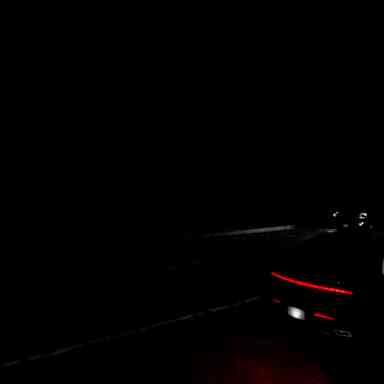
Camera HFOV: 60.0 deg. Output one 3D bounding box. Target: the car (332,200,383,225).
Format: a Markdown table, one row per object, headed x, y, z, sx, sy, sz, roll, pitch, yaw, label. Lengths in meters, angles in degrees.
| x | y | z | sx | sy | sz | roll | pitch | yaw | label |
| --- | --- | --- | --- | --- | --- | --- | --- | --- | --- |
| 10.459 | 1.290 | 19.961 | 4.553 | 1.767 | 2.097 | -1 | 0 | -35 | car |

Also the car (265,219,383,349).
| x | y | z | sx | sy | sz | roll | pitch | yaw | label |
| --- | --- | --- | --- | --- | --- | --- | --- | --- | --- |
| 3.476 | 1.495 | 6.226 | 4.892 | 1.490 | 1.837 | 0 | 0 | -35 | car |
